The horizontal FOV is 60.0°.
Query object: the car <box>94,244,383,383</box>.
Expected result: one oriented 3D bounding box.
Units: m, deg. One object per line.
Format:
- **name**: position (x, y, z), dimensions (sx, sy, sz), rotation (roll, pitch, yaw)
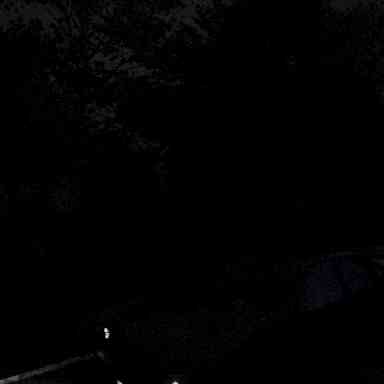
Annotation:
- **car**: position (1.432, 1.545, 4.891), dimensions (5.357, 1.411, 2.033), rotation (0, 0, -38)
